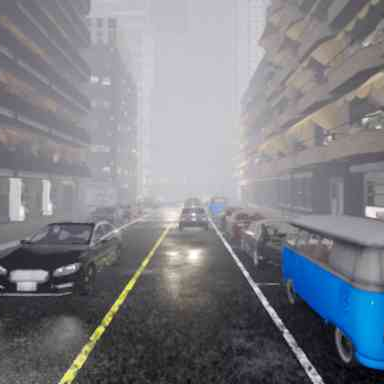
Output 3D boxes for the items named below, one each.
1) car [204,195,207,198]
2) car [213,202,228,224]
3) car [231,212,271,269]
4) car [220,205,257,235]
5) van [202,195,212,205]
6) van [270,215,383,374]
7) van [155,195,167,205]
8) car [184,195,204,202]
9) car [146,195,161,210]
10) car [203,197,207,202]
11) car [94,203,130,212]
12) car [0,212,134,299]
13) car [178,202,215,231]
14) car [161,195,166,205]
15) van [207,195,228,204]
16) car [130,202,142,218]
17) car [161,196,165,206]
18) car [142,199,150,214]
[{"bbox_3d":[2.688,1.653,56.083,1.752,1.417,4.829,-1,0,0],"label":"car"},{"bbox_3d":[2.684,1.615,22.301,1.947,1.339,4.313,-1,0,0],"label":"car"},{"bbox_3d":[2.682,1.575,11.097,2.008,1.369,4.403,-1,0,0],"label":"car"},{"bbox_3d":[2.683,1.581,16.699,1.887,1.381,4.507,-1,0,0],"label":"car"},{"bbox_3d":[2.686,1.482,61.515,1.690,1.788,3.998,-1,0,0],"label":"van"},{"bbox_3d":[2.678,1.353,5.496,1.690,1.788,3.998,-1,0,0],"label":"van"},{"bbox_3d":[-5.694,1.483,61.545,1.690,1.788,3.998,-1,0,0],"label":"van"},{"bbox_3d":[0.102,1.445,41.169,2.097,1.767,4.553,0,0,0],"label":"car"},{"bbox_3d":[-5.695,1.541,44.739,1.967,1.590,4.097,-1,0,0],"label":"car"},{"bbox_3d":[2.686,1.638,39.108,2.008,1.369,4.403,-1,0,0],"label":"car"},{"bbox_3d":[-5.697,1.615,22.331,1.947,1.339,4.313,-1,0,0],"label":"car"},{"bbox_3d":[-3.099,1.511,8.692,2.128,1.511,4.902,0,0,0],"label":"car"},{"bbox_3d":[0.101,1.594,21.051,2.033,1.411,5.357,0,0,0],"label":"car"},{"bbox_3d":[-5.692,1.679,55.943,2.008,1.369,4.403,-1,0,0],"label":"car"},{"bbox_3d":[2.682,1.416,33.505,1.690,1.788,3.998,-1,0,0],"label":"van"},{"bbox_3d":[-5.696,1.607,27.933,1.887,1.381,4.507,-1,0,0],"label":"car"},{"bbox_3d":[-5.693,1.680,50.340,1.947,1.339,4.313,-1,0,0],"label":"car"},{"bbox_3d":[-5.695,1.657,33.535,1.802,1.307,4.206,-1,0,0],"label":"car"}]
